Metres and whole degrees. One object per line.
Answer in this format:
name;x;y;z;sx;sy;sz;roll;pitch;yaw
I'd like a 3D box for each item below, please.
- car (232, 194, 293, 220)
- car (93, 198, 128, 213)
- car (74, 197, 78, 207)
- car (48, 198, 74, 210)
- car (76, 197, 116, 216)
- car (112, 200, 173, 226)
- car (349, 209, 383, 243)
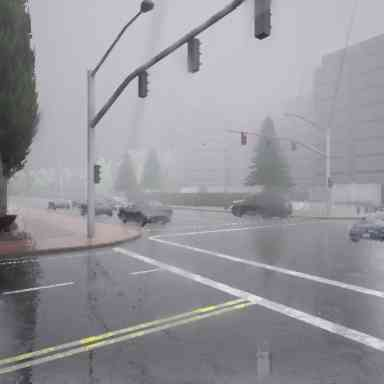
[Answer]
car;5.826;1.220;28.014;2.150;2.045;5.566;-1;0;-37
car;-9.317;1.492;37.759;2.128;1.511;4.902;0;0;-36
car;-15.510;1.505;46.425;1.837;1.490;4.892;0;0;-35
car;-17.057;1.526;42.569;1.812;1.442;4.674;0;0;-35
car;-9.098;1.505;31.440;1.837;1.490;4.892;0;0;-36
car;-3.532;1.547;23.633;2.033;1.411;5.357;0;0;-34
car;8.966;1.525;15.080;4.674;1.442;1.812;0;0;-38
